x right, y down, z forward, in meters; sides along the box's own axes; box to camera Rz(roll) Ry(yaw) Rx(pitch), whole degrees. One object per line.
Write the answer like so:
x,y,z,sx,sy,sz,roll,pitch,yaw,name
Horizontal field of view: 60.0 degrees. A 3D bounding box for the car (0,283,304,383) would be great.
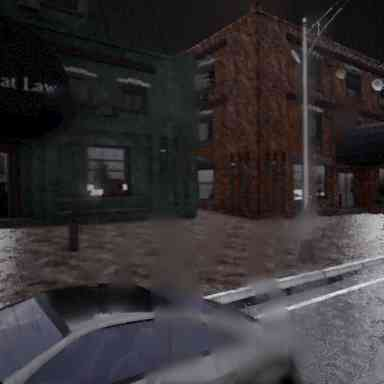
-1.018,1.564,2.651,4.181,1.385,1.994,0,0,-36,car
